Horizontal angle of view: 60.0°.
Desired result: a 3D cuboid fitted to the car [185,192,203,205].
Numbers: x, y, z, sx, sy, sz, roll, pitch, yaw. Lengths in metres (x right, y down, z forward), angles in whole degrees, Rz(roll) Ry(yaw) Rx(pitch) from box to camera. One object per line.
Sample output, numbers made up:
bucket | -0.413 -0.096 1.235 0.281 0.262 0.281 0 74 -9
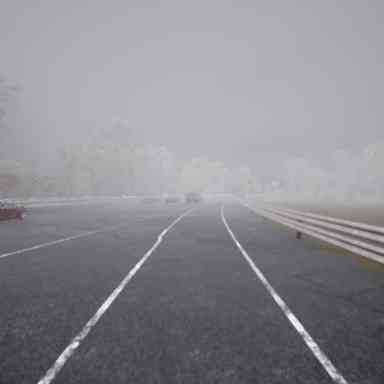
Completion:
car | 0.343 1.102 56.480 2.150 2.045 5.566 0 0 12

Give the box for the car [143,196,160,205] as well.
car | -6.791 1.371 56.497 2.128 1.511 4.902 0 0 12

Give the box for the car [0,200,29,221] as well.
car | -13.074 1.287 22.241 1.882 1.535 5.008 0 0 9

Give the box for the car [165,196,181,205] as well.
car | -3.219 1.386 56.468 1.837 1.490 4.892 0 0 12
